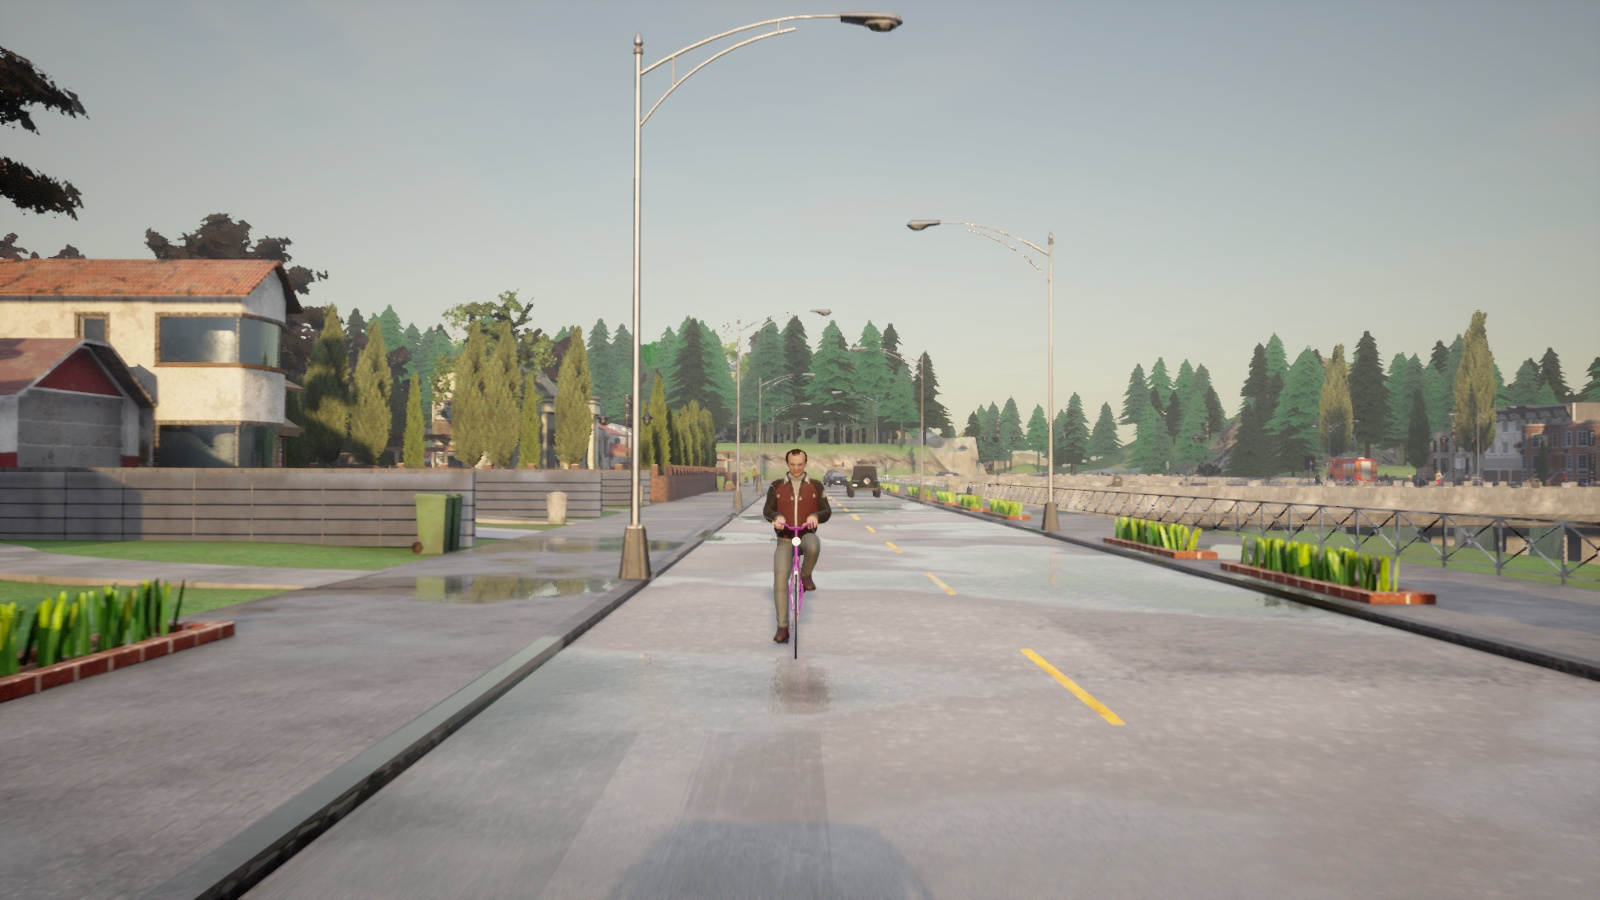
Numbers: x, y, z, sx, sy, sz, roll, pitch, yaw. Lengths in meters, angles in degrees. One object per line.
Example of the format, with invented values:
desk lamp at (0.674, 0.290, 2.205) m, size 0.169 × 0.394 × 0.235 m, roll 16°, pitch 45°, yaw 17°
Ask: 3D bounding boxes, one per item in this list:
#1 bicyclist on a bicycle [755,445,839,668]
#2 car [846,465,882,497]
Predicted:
bicyclist on a bicycle at (-0.026, 0.868, 10.940) m, size 0.659 × 1.776 × 1.843 m, roll 0°, pitch -1°, yaw 0°
car at (3.822, 1.861, 75.610) m, size 1.905 × 1.878 × 3.866 m, roll 0°, pitch -1°, yaw 0°
